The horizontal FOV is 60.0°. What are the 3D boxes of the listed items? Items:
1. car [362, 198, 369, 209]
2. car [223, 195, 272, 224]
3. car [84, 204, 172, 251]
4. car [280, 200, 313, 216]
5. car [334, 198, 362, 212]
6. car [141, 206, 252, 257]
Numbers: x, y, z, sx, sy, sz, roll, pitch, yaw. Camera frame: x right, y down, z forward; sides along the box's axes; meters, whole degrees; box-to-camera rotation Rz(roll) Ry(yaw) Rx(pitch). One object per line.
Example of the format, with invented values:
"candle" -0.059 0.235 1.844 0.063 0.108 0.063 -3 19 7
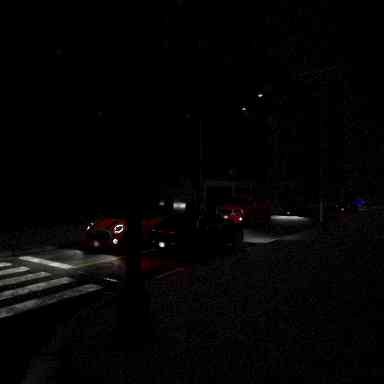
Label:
"car" 23.574 1.537 46.751 1.812 1.442 4.674 0 0 35
"car" 3.664 1.214 22.922 2.150 2.045 5.566 0 0 35
"car" -2.309 1.345 14.217 2.097 1.767 4.553 0 0 34
"car" 10.365 1.539 32.613 2.033 1.411 5.357 0 0 35
"car" 17.831 1.606 38.350 1.895 1.301 4.718 0 0 35
"car" 0.370 1.510 13.133 1.837 1.490 4.892 0 0 35
